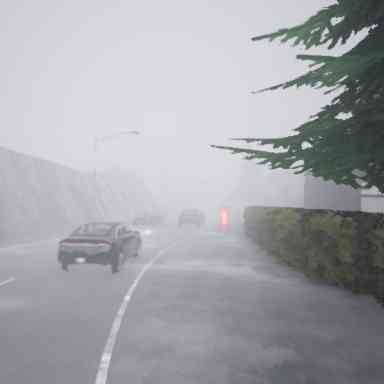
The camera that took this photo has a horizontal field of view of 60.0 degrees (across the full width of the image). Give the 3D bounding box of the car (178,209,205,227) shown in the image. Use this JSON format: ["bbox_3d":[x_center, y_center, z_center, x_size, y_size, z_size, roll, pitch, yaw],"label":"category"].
[{"bbox_3d":[0.031,2.410,32.806,2.097,1.767,4.553,1,-2,10],"label":"car"}]

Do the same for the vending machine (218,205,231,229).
[{"bbox_3d":[2.899,2.203,29.525,1.100,2.100,0.880,1,-2,10],"label":"vending machine"}]

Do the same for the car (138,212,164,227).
[{"bbox_3d":[-4.061,2.524,30.968,1.895,1.301,4.718,1,-2,10],"label":"car"}]

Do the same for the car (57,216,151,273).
[{"bbox_3d":[-3.091,1.828,11.995,2.128,1.511,4.902,1,-2,3],"label":"car"}]
